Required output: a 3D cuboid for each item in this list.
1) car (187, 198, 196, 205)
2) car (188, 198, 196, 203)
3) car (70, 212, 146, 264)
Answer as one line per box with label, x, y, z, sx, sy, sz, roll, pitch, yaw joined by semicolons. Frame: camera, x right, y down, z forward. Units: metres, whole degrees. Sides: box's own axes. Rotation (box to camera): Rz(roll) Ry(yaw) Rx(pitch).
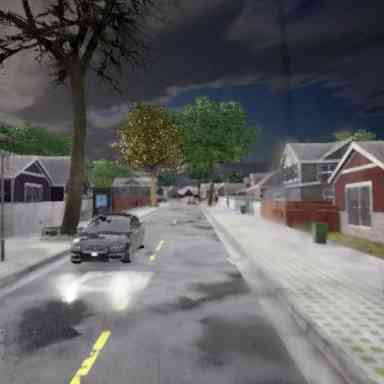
car;-0.038;2.155;74.353;1.994;1.385;4.181;0;-1;0
car;-0.043;2.147;84.155;1.994;1.385;4.181;0;-1;0
car;-2.849;1.553;12.137;1.837;1.490;4.892;0;0;0
